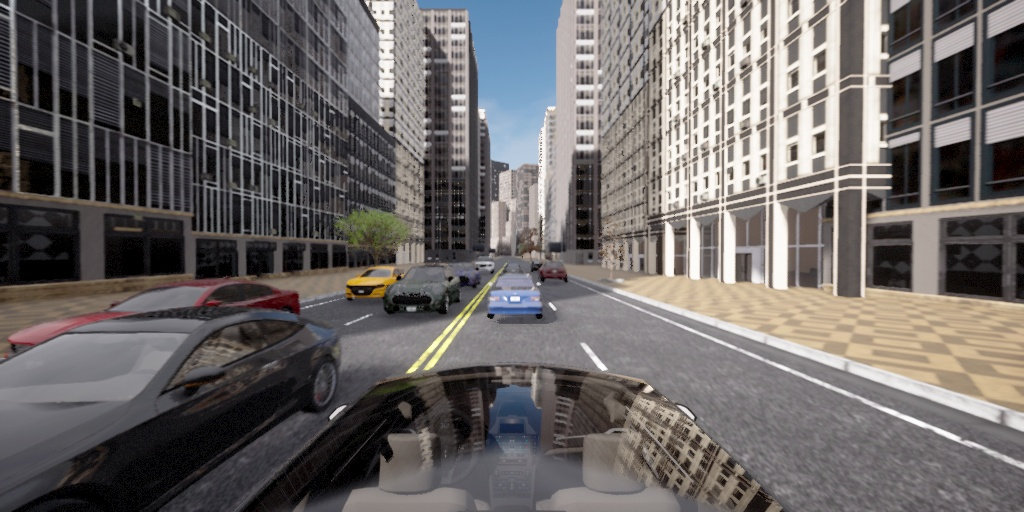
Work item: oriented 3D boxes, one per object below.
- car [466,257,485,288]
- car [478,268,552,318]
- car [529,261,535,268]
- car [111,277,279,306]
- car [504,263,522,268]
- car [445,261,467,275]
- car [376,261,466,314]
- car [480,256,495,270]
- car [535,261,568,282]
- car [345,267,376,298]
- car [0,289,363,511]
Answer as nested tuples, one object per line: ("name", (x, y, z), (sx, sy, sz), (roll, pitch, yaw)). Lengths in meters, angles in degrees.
("car", (-3.249, 1.159, 24.074), (2.097, 1.767, 4.553), (0, 0, 0))
("car", (0.098, 1.327, 13.179), (2.033, 1.411, 5.357), (0, 0, 0))
("car", (3.331, 1.361, 47.359), (1.837, 1.490, 4.892), (0, 0, 0))
("car", (-6.560, 1.243, 7.449), (1.882, 1.535, 5.008), (0, 0, 1))
("car", (0.104, 1.399, 36.611), (1.994, 1.385, 4.181), (0, 0, 0))
("car", (-6.509, 1.373, 42.396), (1.812, 1.442, 4.674), (0, 0, 0))
("car", (-3.256, 1.134, 13.890), (2.097, 1.767, 4.553), (0, 0, 0))
("car", (-3.249, 1.066, 43.169), (2.150, 2.045, 5.566), (0, 0, 0))
("car", (3.271, 1.170, 29.532), (2.097, 1.767, 4.553), (0, 0, 0))
("car", (-6.500, 1.270, 17.954), (1.882, 1.535, 5.008), (0, 0, 0))
("car", (-3.333, 1.280, 3.391), (1.812, 1.442, 4.674), (0, 0, 0))
